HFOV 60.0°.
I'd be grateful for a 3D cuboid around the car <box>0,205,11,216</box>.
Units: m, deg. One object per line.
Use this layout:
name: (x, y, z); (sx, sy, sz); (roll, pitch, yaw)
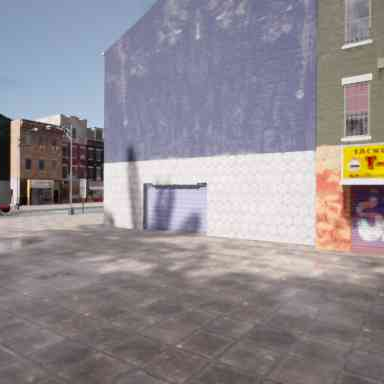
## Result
car: (-17.610, 1.410, 27.167); (1.895, 1.301, 4.718); (1, 1, 35)
